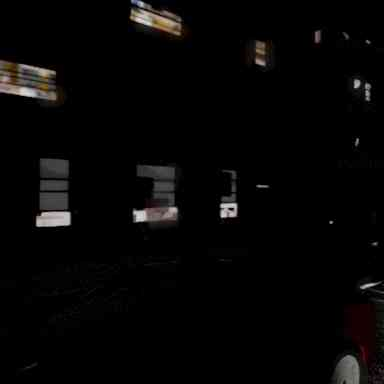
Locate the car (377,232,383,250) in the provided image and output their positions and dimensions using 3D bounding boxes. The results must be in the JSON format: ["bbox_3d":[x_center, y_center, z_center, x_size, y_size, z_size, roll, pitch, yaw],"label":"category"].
[{"bbox_3d":[8.993,1.668,12.968,4.313,1.339,1.947,0,0,-35],"label":"car"}]

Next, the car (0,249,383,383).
[{"bbox_3d":[-0.173,1.489,3.250,5.008,1.535,1.882,0,0,-36],"label":"car"}]
